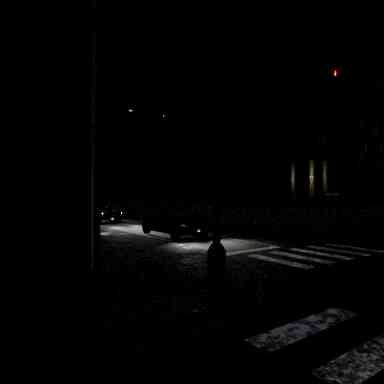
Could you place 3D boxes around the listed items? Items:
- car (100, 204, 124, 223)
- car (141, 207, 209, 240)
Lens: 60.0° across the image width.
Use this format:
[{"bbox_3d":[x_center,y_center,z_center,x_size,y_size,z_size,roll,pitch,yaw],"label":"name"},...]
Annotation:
[{"bbox_3d":[-6.970,1.607,25.563,1.895,1.301,4.718,0,0,-36],"label":"car"},{"bbox_3d":[-1.044,1.530,17.353,1.812,1.442,4.674,0,0,-36],"label":"car"}]
